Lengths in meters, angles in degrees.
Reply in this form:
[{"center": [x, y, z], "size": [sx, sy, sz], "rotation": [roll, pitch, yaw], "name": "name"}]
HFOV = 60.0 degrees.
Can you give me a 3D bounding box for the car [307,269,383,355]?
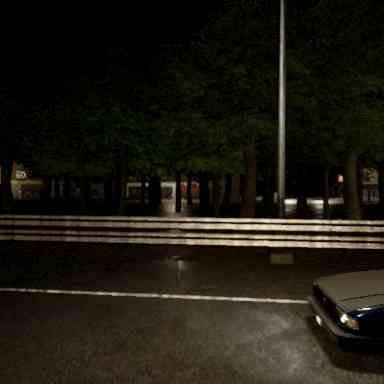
[{"center": [4.560, 1.556, 4.723], "size": [5.357, 1.411, 2.033], "rotation": [0, 0, 6], "name": "car"}]
